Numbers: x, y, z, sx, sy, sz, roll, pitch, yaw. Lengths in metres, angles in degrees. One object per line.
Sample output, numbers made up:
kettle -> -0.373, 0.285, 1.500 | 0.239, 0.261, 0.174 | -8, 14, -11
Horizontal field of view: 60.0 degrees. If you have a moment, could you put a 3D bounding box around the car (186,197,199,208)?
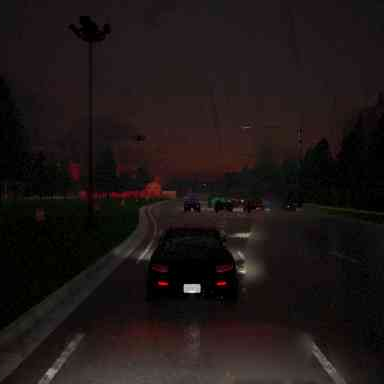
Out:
car -> 0.024, 1.526, 48.394 | 1.812, 1.442, 4.674 | 0, 0, 0

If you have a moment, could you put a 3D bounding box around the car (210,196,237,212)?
car -> 3.518, 1.492, 37.933 | 2.128, 1.511, 4.902 | 0, 0, 0

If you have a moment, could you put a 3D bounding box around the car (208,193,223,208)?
car -> 3.524, 1.221, 48.380 | 2.150, 2.045, 5.566 | 0, 0, 0

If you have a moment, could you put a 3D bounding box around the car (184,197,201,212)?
car -> 0.019, 1.601, 38.382 | 1.895, 1.301, 4.718 | 0, 0, 0

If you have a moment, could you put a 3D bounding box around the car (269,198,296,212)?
car -> 10.519, 1.564, 38.346 | 1.994, 1.385, 4.181 | 0, 0, 0

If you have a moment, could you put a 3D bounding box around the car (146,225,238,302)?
car -> 0.004, 1.526, 8.141 | 1.812, 1.442, 4.674 | 0, 0, 0

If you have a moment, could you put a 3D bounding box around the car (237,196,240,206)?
car -> 7.023, 1.352, 48.319 | 2.097, 1.767, 4.553 | 0, 0, 0

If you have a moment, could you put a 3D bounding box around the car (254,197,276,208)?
car -> 10.524, 1.547, 48.347 | 2.033, 1.411, 5.357 | 0, 0, 0

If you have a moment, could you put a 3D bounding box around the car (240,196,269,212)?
car -> 7.018, 1.505, 37.932 | 1.837, 1.490, 4.892 | 0, 0, 0
